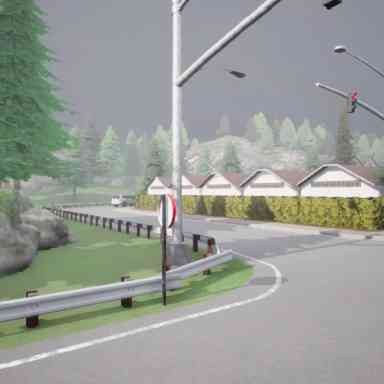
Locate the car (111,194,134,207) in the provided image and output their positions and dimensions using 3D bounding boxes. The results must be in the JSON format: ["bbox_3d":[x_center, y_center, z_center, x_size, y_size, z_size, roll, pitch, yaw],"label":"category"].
[{"bbox_3d":[-10.454,1.398,53.907,2.150,2.045,5.566,0,0,36],"label":"car"}]
